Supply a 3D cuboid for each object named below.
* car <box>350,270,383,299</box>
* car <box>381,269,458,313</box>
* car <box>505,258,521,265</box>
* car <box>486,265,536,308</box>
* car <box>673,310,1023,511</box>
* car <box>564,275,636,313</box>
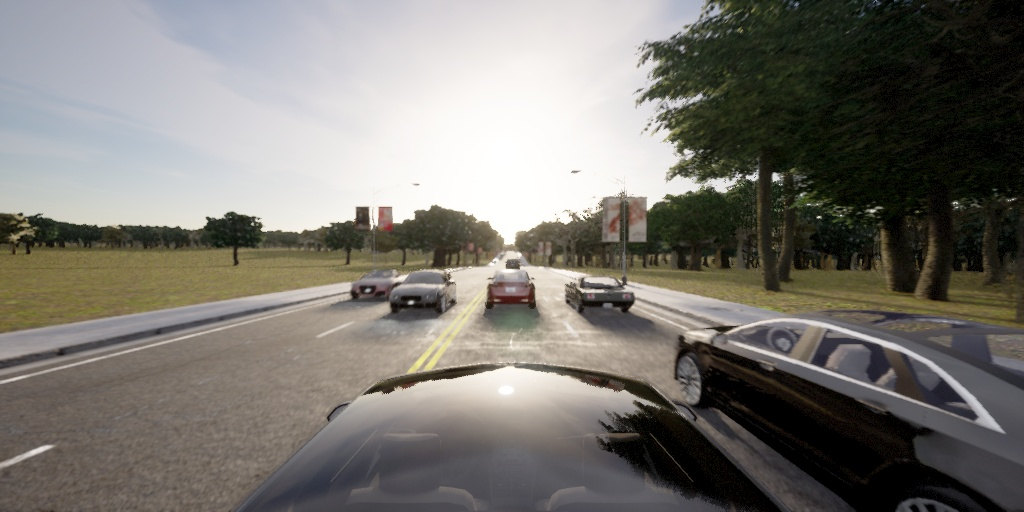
[{"bbox_3d":[-6.595,1.394,18.388,1.994,1.385,4.181,0,0,0],"label":"car"},{"bbox_3d":[-3.347,1.310,14.315,1.837,1.490,4.892,0,0,0],"label":"car"},{"bbox_3d":[0.094,1.366,53.100,2.150,2.045,5.566,0,-1,0],"label":"car"},{"bbox_3d":[-0.036,1.317,15.729,2.163,1.488,4.792,0,0,0],"label":"car"},{"bbox_3d":[3.249,1.248,3.305,2.128,1.511,4.902,0,0,0],"label":"car"},{"bbox_3d":[3.249,1.406,14.340,1.895,1.301,4.718,0,0,0],"label":"car"}]
